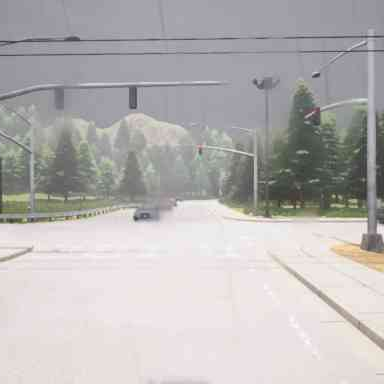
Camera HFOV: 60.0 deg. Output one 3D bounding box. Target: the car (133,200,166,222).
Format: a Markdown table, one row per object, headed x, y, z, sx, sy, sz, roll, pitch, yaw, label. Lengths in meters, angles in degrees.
| x | y | z | sx | sy | sz | roll | pitch | yaw | label |
| --- | --- | --- | --- | --- | --- | --- | --- | --- | --- |
| -3.552 | 1.662 | 27.140 | 1.994 | 1.385 | 4.181 | 0 | 0 | 0 | car |

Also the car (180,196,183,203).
| x | y | z | sx | sy | sz | roll | pitch | yaw | label |
| --- | --- | --- | --- | --- | --- | --- | --- | --- | --- |
| -2.945 | 1.577 | 69.728 | 1.895 | 1.301 | 4.718 | 0 | 0 | 2 | car |

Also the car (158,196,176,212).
| x | y | z | sx | sy | sz | roll | pitch | yaw | label |
| --- | --- | --- | --- | --- | --- | --- | --- | --- | --- |
| -3.517 | 1.477 | 40.938 | 2.097 | 1.767 | 4.553 | 0 | 0 | 0 | car |

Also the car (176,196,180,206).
| x | y | z | sx | sy | sz | roll | pitch | yaw | label |
| --- | --- | --- | --- | --- | --- | --- | --- | --- | --- |
| -3.415 | 1.686 | 54.692 | 1.812 | 1.442 | 4.674 | 0 | 0 | 1 | car |

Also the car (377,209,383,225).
| x | y | z | sx | sy | sz | roll | pitch | yaw | label |
| --- | --- | --- | --- | --- | --- | --- | --- | --- | --- |
| 14.623 | 1.362 | 22.123 | 4.553 | 1.767 | 2.097 | 0 | 0 | 1 | car |
